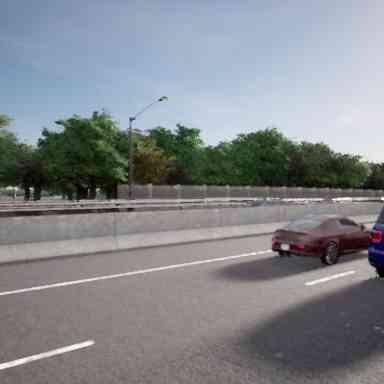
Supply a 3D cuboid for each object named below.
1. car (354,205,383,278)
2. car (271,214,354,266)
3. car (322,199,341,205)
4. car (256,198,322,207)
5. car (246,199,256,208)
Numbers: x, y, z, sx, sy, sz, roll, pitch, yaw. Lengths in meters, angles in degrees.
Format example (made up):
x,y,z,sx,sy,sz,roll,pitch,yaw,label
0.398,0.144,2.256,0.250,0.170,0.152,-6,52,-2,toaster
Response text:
x,y,z,sx,sy,sz,roll,pitch,yaw,label
6.764,1.176,8.575,5.566,2.045,2.150,0,0,-36,car
4.692,1.480,11.395,4.674,1.442,1.812,0,0,-35,car
16.910,1.555,41.840,4.181,1.385,1.994,1,0,-35,car
7.824,1.422,26.773,4.902,1.511,2.128,0,0,-35,car
7.699,1.437,30.983,4.892,1.490,1.837,0,0,-35,car
